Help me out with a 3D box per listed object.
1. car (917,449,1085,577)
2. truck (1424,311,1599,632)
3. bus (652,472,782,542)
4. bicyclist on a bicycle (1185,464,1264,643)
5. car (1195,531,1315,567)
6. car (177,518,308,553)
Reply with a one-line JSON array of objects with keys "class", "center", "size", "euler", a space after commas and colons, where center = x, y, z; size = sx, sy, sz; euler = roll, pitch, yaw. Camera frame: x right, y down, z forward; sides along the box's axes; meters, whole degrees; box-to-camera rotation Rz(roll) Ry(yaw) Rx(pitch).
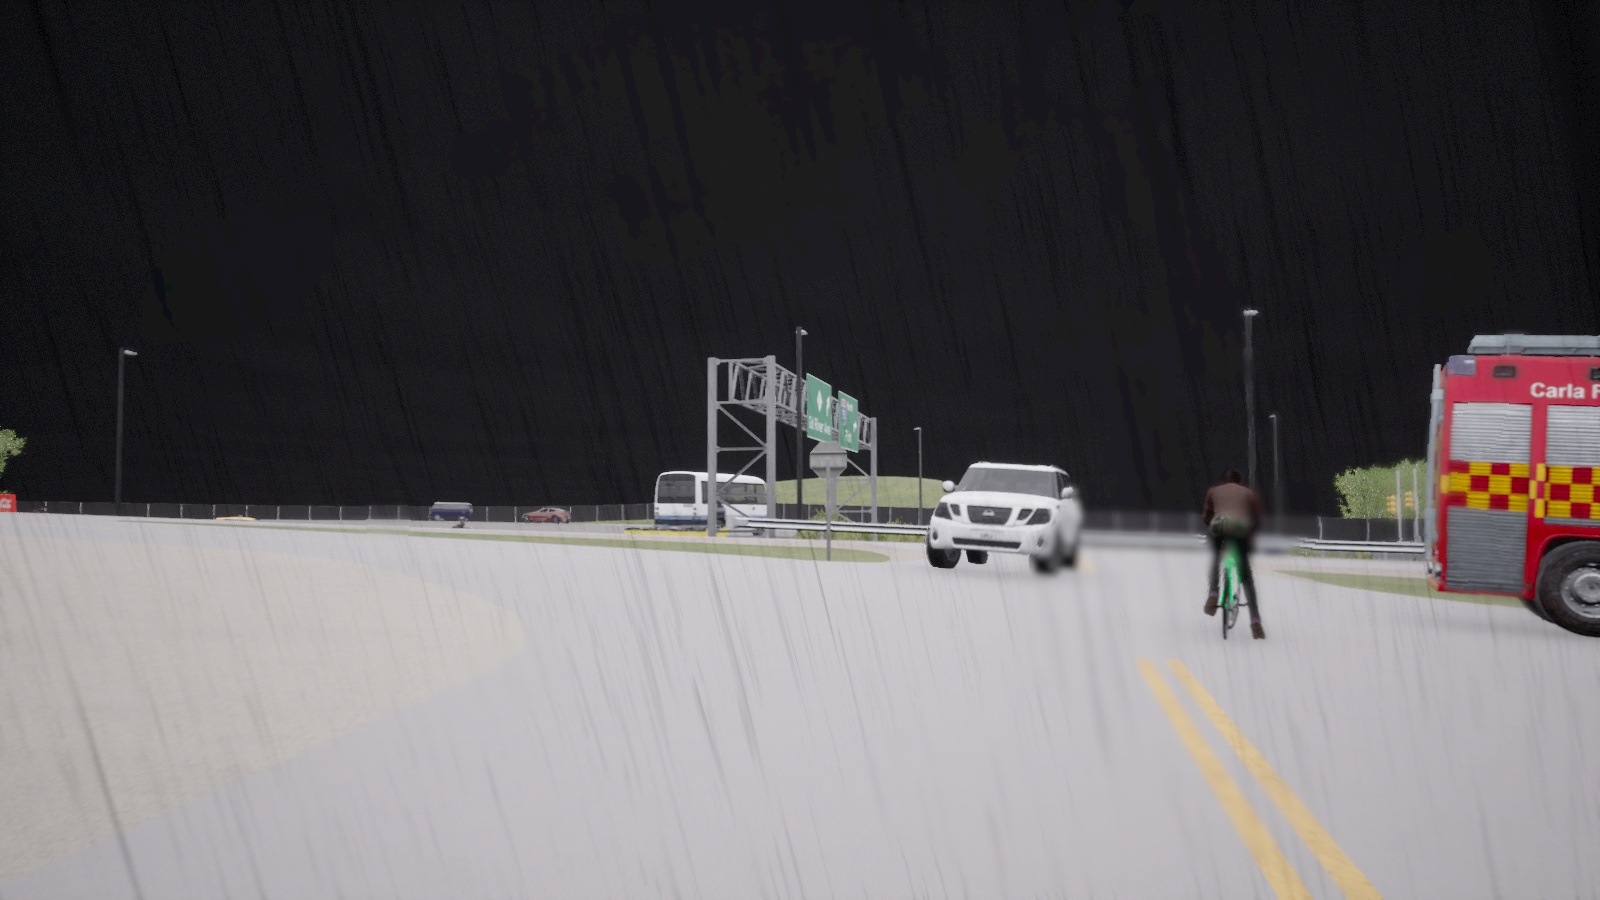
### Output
[{"class": "car", "center": [3.974, 1.207, 23.860], "size": [2.150, 2.045, 5.566], "euler": [2, -3, 19]}, {"class": "truck", "center": [12.397, 0.427, 15.195], "size": [8.468, 3.827, 2.891], "euler": [2, -3, 25]}, {"class": "bus", "center": [-5.209, 3.714, 81.760], "size": [3.944, 4.253, 10.273], "euler": [-1, -3, 26]}, {"class": "bicyclist on a bicycle", "center": [4.194, 0.974, 12.342], "size": [0.582, 1.620, 1.656], "euler": [1, -2, 23]}, {"class": "car", "center": [19.659, 4.279, 54.459], "size": [4.674, 1.442, 1.812], "euler": [0, -3, 12]}, {"class": "car", "center": [-25.899, 3.978, 58.504], "size": [5.366, 1.575, 1.801], "euler": [2, -3, -17]}]
